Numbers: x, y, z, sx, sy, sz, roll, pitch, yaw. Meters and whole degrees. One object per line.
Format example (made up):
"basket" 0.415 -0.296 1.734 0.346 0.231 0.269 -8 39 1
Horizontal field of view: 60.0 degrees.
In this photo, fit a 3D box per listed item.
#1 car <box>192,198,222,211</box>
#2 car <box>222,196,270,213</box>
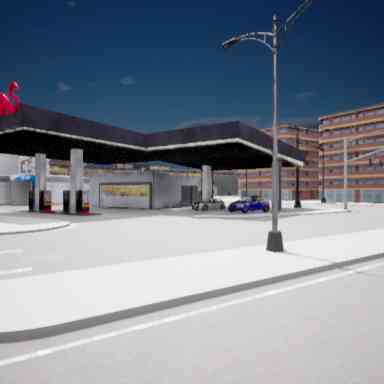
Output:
"car" 1.899 1.420 38.334 3.806 1.475 1.970 0 0 -35
"car" 5.856 1.260 34.099 4.611 1.667 2.242 0 0 -35
